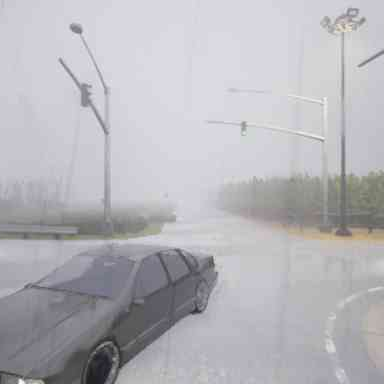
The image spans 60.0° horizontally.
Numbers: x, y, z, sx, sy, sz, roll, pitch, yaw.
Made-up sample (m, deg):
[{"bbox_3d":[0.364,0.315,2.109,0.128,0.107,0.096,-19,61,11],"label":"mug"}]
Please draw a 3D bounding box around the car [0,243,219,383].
[{"bbox_3d":[-1.137,1.630,5.490,2.033,1.411,5.357,0,-1,23],"label":"car"}]
